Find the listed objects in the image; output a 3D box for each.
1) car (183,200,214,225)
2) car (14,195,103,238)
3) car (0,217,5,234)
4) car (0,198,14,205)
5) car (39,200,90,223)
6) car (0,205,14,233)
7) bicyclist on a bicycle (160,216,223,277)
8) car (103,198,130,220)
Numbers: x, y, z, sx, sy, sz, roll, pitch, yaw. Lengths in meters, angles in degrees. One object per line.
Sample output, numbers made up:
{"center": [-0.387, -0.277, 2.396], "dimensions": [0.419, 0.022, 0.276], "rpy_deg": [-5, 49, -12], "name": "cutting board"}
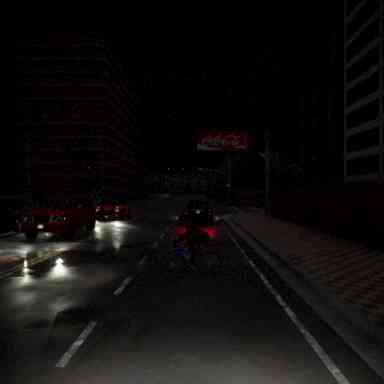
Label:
{"center": [0.427, 1.352, 24.010], "dimensions": [2.097, 1.767, 4.553], "rpy_deg": [0, 0, 1], "name": "car"}
{"center": [-6.841, 1.221, 17.899], "dimensions": [2.150, 2.045, 5.566], "rpy_deg": [0, 0, 1], "name": "car"}
{"center": [-6.991, 1.564, 8.382], "dimensions": [1.994, 1.385, 4.181], "rpy_deg": [0, 0, 1], "name": "car"}
{"center": [-26.672, 1.525, 47.330], "dimensions": [4.674, 1.442, 1.812], "rpy_deg": [0, 0, 1], "name": "car"}
{"center": [-10.133, 1.491, 26.889], "dimensions": [2.128, 1.511, 4.902], "rpy_deg": [0, 0, 1], "name": "car"}
{"center": [-10.359, 1.563, 16.859], "dimensions": [1.994, 1.385, 4.181], "rpy_deg": [0, 0, 1], "name": "car"}
{"center": [-0.031, 1.447, 8.744], "dimensions": [1.656, 1.620, 0.582], "rpy_deg": [-2, 0, 1], "name": "bicyclist on a bicycle"}
{"center": [-6.616, 1.352, 28.069], "dimensions": [2.097, 1.767, 4.553], "rpy_deg": [0, 0, 1], "name": "car"}
